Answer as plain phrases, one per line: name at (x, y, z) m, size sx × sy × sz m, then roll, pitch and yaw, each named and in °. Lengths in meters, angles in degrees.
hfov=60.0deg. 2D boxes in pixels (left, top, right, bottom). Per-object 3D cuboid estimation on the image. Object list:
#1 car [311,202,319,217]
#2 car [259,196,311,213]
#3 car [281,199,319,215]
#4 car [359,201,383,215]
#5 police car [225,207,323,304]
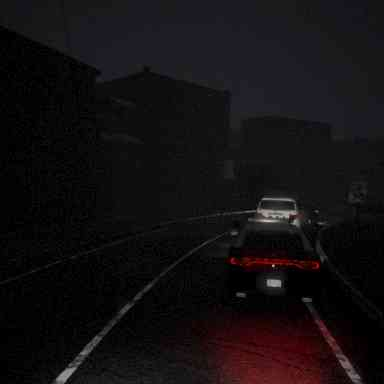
car at (7.276, 1.576, 22.495) m, size 1.837 × 1.490 × 4.892 m, roll 3°, pitch 1°, yaw 30°
car at (4.778, 1.254, 17.416) m, size 2.150 × 2.045 × 5.566 m, roll 2°, pitch 0°, yaw 23°
car at (11.540, 1.510, 35.465) m, size 4.674 × 1.442 × 1.812 m, roll 1°, pitch 2°, yaw -45°
car at (21.298, 1.840, 39.016) m, size 5.008 × 1.535 × 1.882 m, roll 2°, pitch 3°, yaw -33°
police car at (1.983, 1.426, 8.466) m, size 1.930 × 1.638 × 5.238 m, roll 1°, pitch 0°, yaw 11°
